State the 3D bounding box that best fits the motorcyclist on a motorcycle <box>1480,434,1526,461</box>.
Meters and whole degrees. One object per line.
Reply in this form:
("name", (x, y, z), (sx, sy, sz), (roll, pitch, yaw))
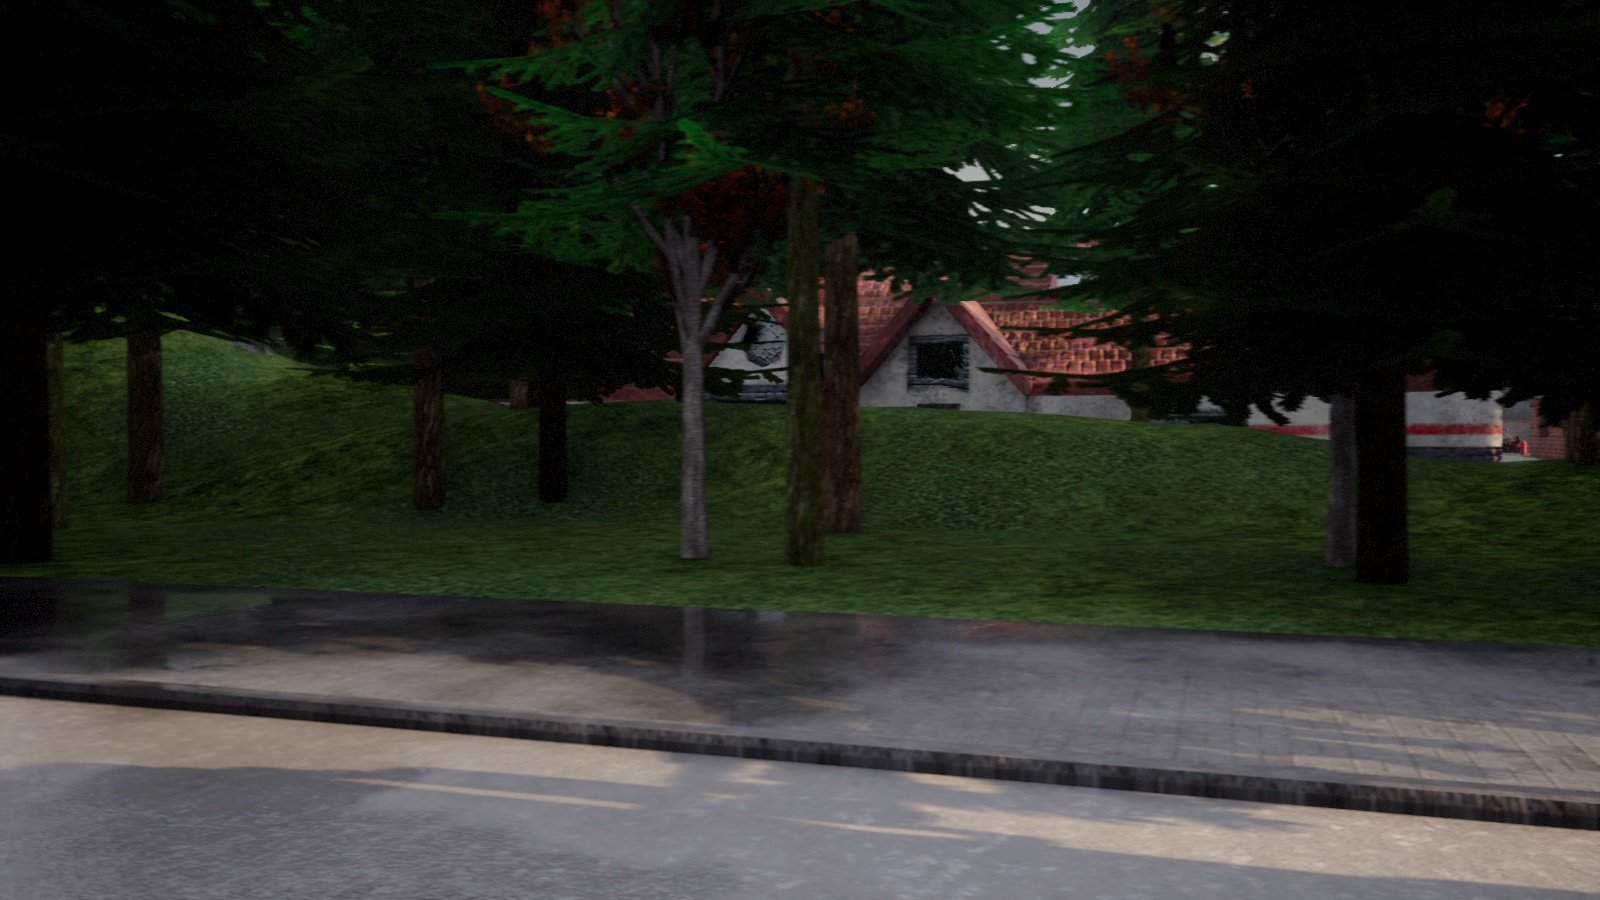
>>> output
("motorcyclist on a motorcycle", (40.609, -0.149, 72.533), (2.191, 1.530, 0.866), (1, 1, 19))
